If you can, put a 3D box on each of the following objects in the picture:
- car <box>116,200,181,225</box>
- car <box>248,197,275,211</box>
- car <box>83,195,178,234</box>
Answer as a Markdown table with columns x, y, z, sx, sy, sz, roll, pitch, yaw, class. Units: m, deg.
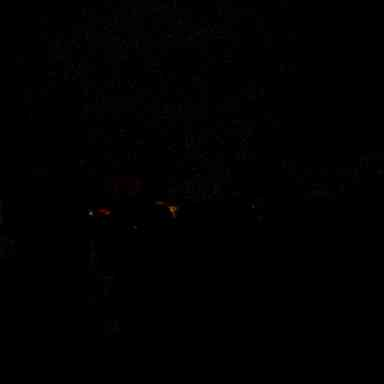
| x | y | z | sx | sy | sz | roll | pitch | yaw | class |
| --- | --- | --- | --- | --- | --- | --- | --- | --- | --- |
| -3.067 | 1.436 | 24.573 | 1.882 | 1.535 | 5.008 | 0 | 0 | 36 | car |
| 8.508 | 1.435 | 40.448 | 1.837 | 1.490 | 4.892 | 0 | 0 | 36 | car |
| -3.539 | 1.191 | 19.285 | 2.150 | 2.045 | 5.566 | 0 | 0 | 39 | car |
